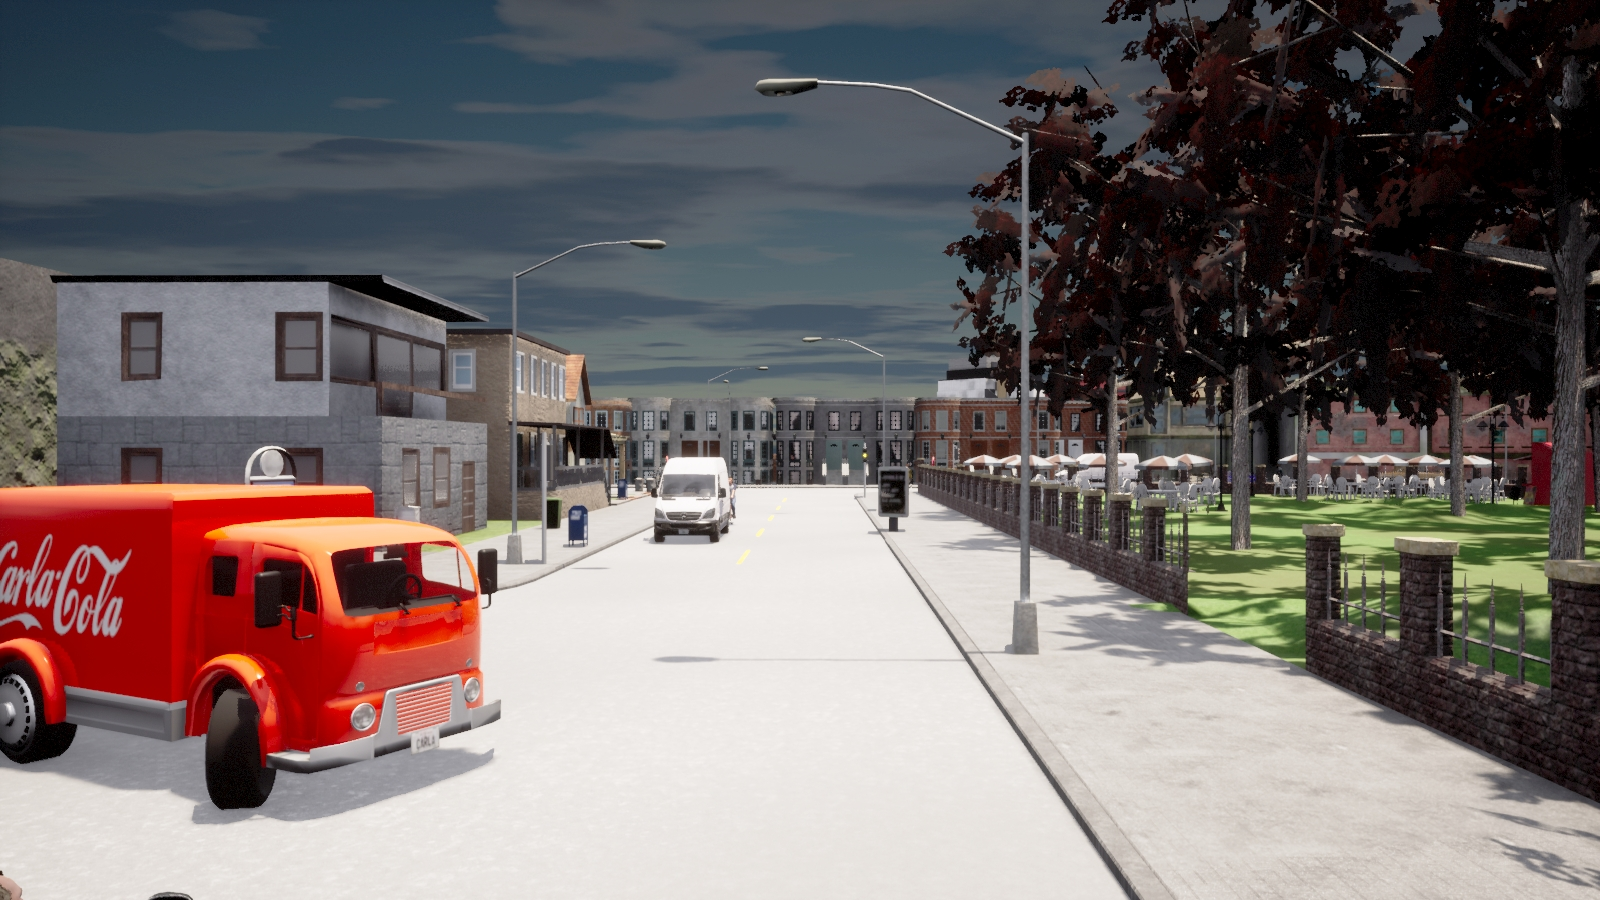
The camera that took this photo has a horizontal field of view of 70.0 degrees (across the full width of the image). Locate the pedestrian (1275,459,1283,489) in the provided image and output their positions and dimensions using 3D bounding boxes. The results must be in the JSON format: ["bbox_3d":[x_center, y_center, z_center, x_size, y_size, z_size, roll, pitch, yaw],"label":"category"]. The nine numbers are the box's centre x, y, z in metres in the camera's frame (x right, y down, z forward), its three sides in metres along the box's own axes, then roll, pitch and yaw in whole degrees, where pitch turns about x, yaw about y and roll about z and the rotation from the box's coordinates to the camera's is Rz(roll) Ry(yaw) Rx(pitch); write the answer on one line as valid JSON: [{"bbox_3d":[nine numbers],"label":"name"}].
[{"bbox_3d":[30.350,1.525,72.393,0.375,1.860,0.375,0,0,-2],"label":"pedestrian"}]

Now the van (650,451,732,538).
[{"bbox_3d":[-3.393,1.314,36.728,1.988,2.561,5.915,0,0,1],"label":"van"}]

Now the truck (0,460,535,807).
[{"bbox_3d":[-5.364,1.348,10.683,5.204,2.467,2.627,0,0,29],"label":"truck"}]

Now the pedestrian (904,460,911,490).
[{"bbox_3d":[6.540,1.516,69.647,0.375,1.860,0.375,0,0,3],"label":"pedestrian"}]

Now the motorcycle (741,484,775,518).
[{"bbox_3d":[-1.677,1.985,45.065,0.867,1.251,2.209,0,0,-15],"label":"motorcycle"}]
